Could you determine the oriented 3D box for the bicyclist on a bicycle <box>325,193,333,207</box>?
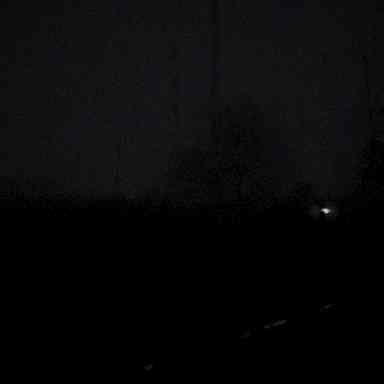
[{"bbox_3d":[15.889,0.960,38.620,1.656,1.620,0.582,0,1,-35],"label":"bicyclist on a bicycle"}]

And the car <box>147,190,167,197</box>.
[{"bbox_3d":[-6.959,0.313,65.361,2.033,1.411,5.357,-1,2,-35],"label":"car"}]

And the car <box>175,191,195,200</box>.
[{"bbox_3d":[-1.058,0.511,57.153,1.812,1.442,4.674,-1,2,-35],"label":"car"}]
